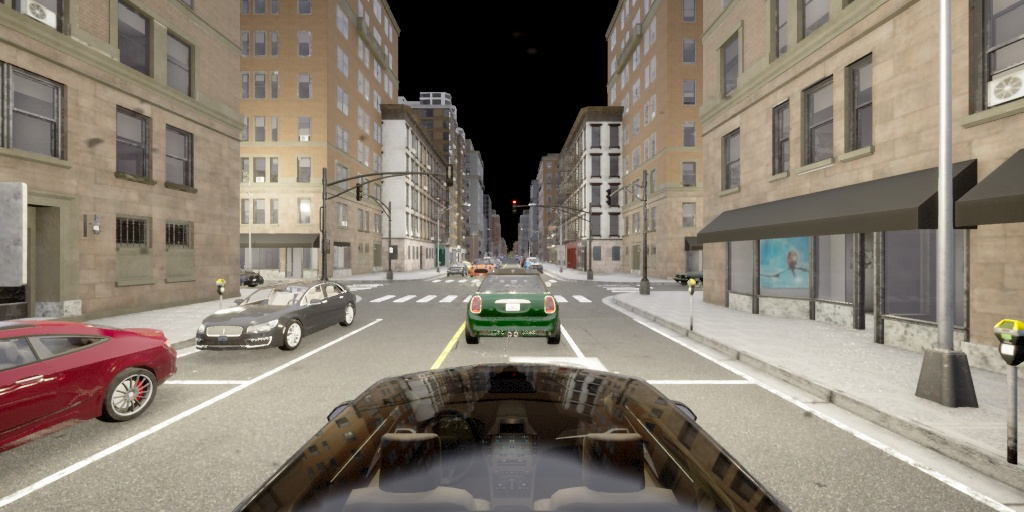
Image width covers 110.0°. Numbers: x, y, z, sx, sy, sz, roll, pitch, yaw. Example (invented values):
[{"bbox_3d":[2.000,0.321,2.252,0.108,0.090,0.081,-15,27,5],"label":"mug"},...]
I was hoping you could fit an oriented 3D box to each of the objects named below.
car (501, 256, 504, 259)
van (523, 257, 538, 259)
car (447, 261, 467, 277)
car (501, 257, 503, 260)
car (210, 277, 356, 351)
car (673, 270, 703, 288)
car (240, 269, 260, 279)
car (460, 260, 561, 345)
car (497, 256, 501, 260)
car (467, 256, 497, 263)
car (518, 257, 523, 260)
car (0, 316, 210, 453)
[{"bbox_3d":[-2.810,1.267,65.034,1.812,1.442,4.674,0,0,1],"label":"car"},{"bbox_3d":[2.636,1.085,46.550,1.690,1.789,3.998,0,0,0],"label":"van"},{"bbox_3d":[-5.394,1.296,35.736,2.007,1.370,4.403,0,0,0],"label":"car"},{"bbox_3d":[-2.829,1.248,54.758,1.837,1.490,4.892,0,0,0],"label":"car"},{"bbox_3d":[-5.389,1.300,8.860,2.007,1.370,4.403,0,0,0],"label":"car"},{"bbox_3d":[13.495,1.431,24.097,4.718,1.301,1.895,0,0,0],"label":"car"},{"bbox_3d":[-17.145,1.223,21.094,4.181,1.385,1.994,0,0,0],"label":"car"},{"bbox_3d":[0.040,1.102,9.703,2.097,1.767,4.553,0,0,1],"label":"car"},{"bbox_3d":[-2.842,1.096,44.599,2.097,1.767,4.553,0,0,-1],"label":"car"},{"bbox_3d":[-2.824,1.098,34.676,2.097,1.767,4.553,0,0,0],"label":"car"},{"bbox_3d":[2.639,1.056,62.769,2.192,1.841,5.009,0,0,0],"label":"car"},{"bbox_3d":[-5.389,1.332,3.179,1.802,1.307,4.207,0,0,0],"label":"car"}]
